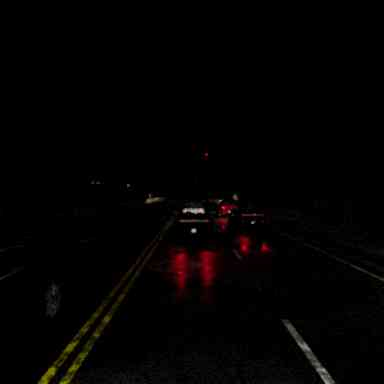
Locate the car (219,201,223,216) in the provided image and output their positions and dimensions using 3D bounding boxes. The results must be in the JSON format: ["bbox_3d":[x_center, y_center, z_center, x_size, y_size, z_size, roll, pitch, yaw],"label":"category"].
[{"bbox_3d":[3.322,1.489,31.036,1.812,1.442,4.674,0,0,0],"label":"car"}]

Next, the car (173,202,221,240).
[{"bbox_3d":[0.091,1.471,16.790,2.128,1.511,4.902,0,0,0],"label":"car"}]

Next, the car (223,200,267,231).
[{"bbox_3d":[3.342,1.468,20.595,2.128,1.511,4.902,0,0,0],"label":"car"}]

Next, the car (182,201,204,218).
[{"bbox_3d":[0.095,1.565,30.542,1.895,1.301,4.718,0,0,0],"label":"car"}]

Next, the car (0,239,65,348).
[{"bbox_3d":[-3.341,1.487,4.459,2.128,1.511,4.902,0,0,0],"label":"car"}]
